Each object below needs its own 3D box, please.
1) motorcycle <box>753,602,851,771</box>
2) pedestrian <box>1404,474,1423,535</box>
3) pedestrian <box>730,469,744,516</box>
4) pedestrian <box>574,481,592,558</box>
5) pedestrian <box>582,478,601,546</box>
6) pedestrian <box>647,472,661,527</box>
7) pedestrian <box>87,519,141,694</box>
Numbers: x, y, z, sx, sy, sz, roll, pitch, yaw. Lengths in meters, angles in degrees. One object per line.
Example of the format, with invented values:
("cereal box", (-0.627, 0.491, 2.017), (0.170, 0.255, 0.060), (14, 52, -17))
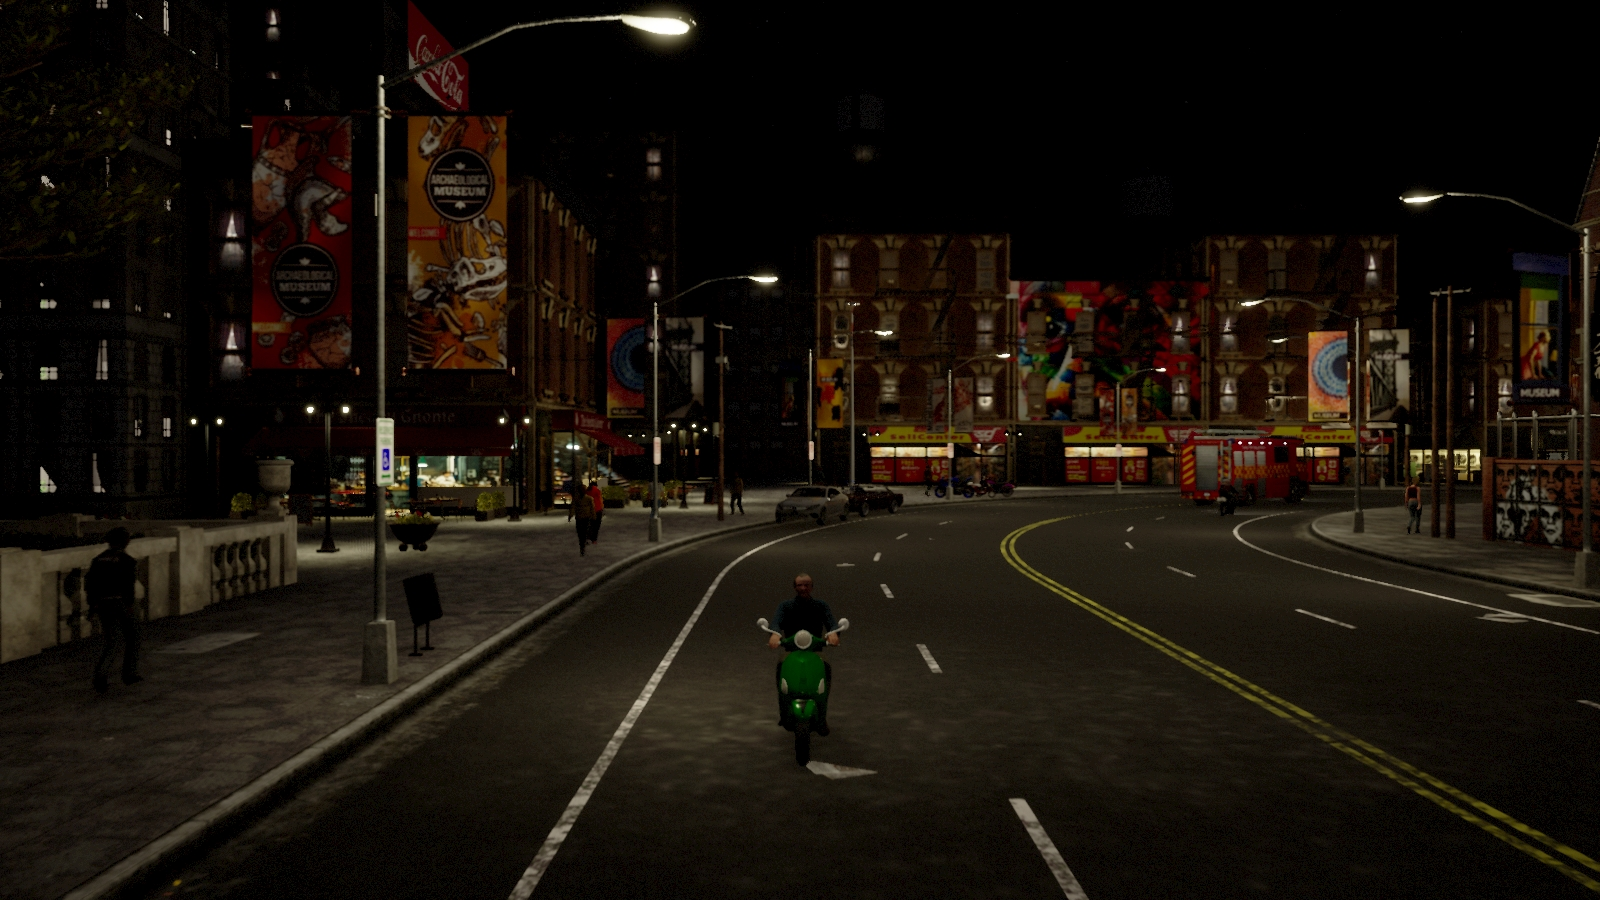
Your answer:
("motorcycle", (0.021, 2.182, 10.869), (0.856, 1.236, 1.805), (0, 0, 0))
("pedestrian", (19.108, 1.698, 35.578), (0.375, 1.860, 0.375), (0, 0, -35))
("pedestrian", (-2.511, 1.697, 45.486), (0.375, 1.860, 0.375), (0, 0, 36))
("pedestrian", (-5.313, 1.697, 27.970), (0.375, 1.860, 0.375), (0, 0, 0))
("pedestrian", (-5.758, 1.697, 31.542), (0.375, 1.860, 0.375), (0, 0, 14))
("pedestrian", (-4.980, 1.697, 39.084), (0.375, 1.860, 0.375), (0, 0, 12))
("pedestrian", (-7.503, 1.697, 12.500), (0.375, 1.860, 0.375), (0, 0, -1))
